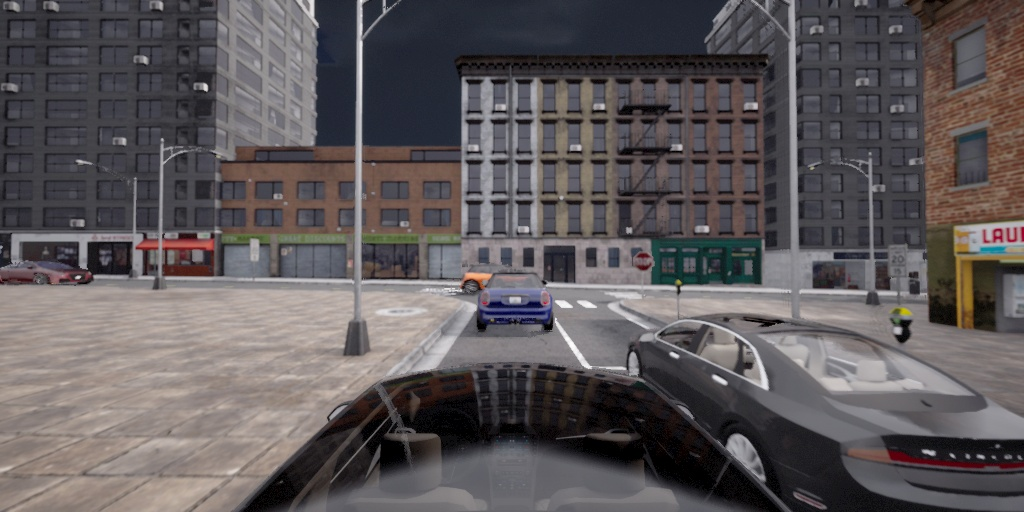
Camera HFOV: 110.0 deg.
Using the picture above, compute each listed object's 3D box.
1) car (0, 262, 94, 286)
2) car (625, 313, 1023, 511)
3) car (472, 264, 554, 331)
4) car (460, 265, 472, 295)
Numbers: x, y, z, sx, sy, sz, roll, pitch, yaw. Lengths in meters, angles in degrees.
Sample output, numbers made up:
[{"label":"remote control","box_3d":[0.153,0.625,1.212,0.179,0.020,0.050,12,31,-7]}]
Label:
[{"label":"car","box_3d":[-26.658,1.011,20.396,4.181,1.385,1.994,1,-1,0]},{"label":"car","box_3d":[2.640,1.321,4.069,2.007,1.370,4.403,0,0,0]},{"label":"car","box_3d":[0.080,1.189,11.458,2.097,1.767,4.553,0,0,0]},{"label":"car","box_3d":[-0.568,1.271,20.257,4.553,1.767,2.097,1,-1,0]}]
